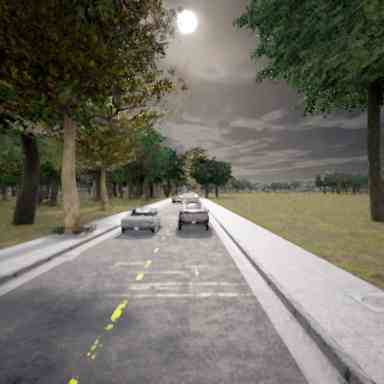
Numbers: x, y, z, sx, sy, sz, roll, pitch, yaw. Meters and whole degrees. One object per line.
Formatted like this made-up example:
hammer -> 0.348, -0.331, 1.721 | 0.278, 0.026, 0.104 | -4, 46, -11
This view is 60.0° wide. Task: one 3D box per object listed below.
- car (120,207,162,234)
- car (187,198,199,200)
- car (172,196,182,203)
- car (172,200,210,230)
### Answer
car -> -2.851, 1.570, 19.334 | 1.895, 1.301, 4.718 | 0, 0, 0
car -> 0.100, 1.450, 39.639 | 1.837, 1.490, 4.892 | 0, 0, 0
car -> -2.761, 1.467, 62.238 | 2.033, 1.411, 5.357 | 0, 0, 0
car -> 0.099, 1.460, 20.707 | 2.128, 1.511, 4.902 | 0, 0, 0
